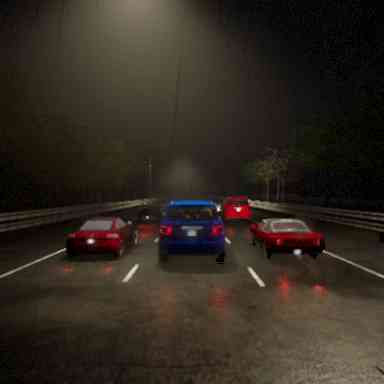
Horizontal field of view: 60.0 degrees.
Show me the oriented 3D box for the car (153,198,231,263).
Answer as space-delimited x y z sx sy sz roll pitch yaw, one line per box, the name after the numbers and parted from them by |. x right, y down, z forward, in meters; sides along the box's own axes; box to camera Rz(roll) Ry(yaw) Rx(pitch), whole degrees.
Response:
0.013 1.333 12.582 2.150 2.045 5.566 0 0 0 | car

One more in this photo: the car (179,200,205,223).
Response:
0.030 1.578 28.428 2.097 1.767 4.553 0 -1 1 | car

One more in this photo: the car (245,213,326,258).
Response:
3.522 1.715 13.267 1.895 1.301 4.718 0 0 1 | car

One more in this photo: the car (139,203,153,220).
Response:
-3.470 1.735 28.515 1.837 1.490 4.892 0 0 1 | car

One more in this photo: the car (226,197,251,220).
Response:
3.516 1.446 27.592 2.150 2.045 5.566 0 0 0 | car

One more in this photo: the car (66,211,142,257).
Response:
-3.474 1.680 13.480 1.994 1.385 4.181 0 0 1 | car
